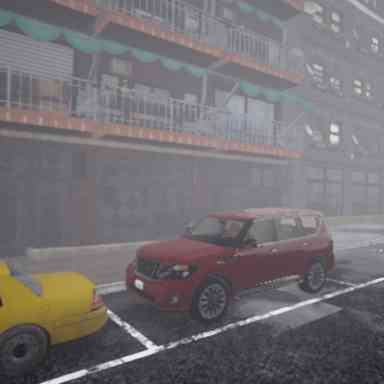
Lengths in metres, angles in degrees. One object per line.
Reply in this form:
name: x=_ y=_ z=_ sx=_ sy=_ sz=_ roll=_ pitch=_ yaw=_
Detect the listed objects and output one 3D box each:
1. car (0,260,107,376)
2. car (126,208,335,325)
car: x=-3.528 y=1.525 z=4.026 sx=4.829 sy=1.417 sz=1.752 roll=0 pitch=1 yaw=-35
car: x=1.123 y=1.320 z=7.339 sx=5.009 sy=1.841 sz=2.192 roll=0 pitch=1 yaw=-35
